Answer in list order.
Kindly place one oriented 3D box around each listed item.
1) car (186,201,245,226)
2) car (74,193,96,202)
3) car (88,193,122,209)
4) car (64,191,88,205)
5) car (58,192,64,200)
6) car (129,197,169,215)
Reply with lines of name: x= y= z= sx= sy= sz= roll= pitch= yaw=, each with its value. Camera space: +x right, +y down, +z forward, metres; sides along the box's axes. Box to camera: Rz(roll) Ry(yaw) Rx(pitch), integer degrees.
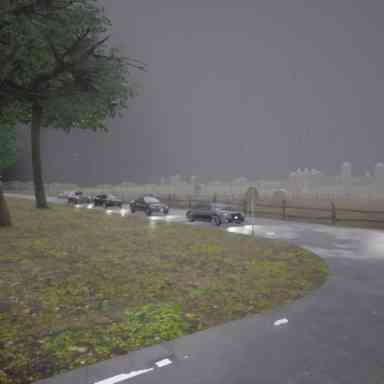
car: x=1.432 y=1.312 z=21.383 sx=1.994 sy=1.385 sz=4.181 roll=-1 pitch=2 yaw=-37
car: x=-16.403 y=0.807 z=50.904 sx=1.895 sy=1.301 sz=4.718 roll=-1 pitch=1 yaw=-36
car: x=-9.223 y=0.944 z=36.023 sx=1.882 sy=1.535 sz=5.008 roll=-1 pitch=1 yaw=-36
car: x=-14.849 y=0.688 z=43.822 sx=2.097 sy=1.767 sz=4.553 roll=-1 pitch=1 yaw=-36
car: x=-22.245 y=0.646 z=58.956 sx=1.994 sy=1.385 sz=4.181 roll=-1 pitch=1 yaw=-36
car: x=-3.778 y=1.130 z=28.534 sx=1.812 sy=1.442 sz=4.674 roll=-1 pitch=2 yaw=-36
